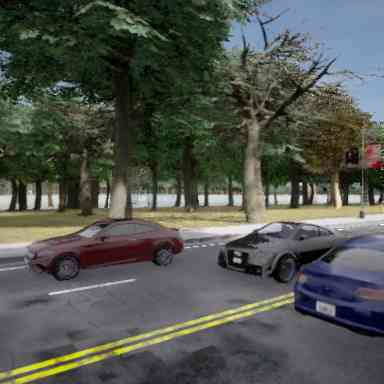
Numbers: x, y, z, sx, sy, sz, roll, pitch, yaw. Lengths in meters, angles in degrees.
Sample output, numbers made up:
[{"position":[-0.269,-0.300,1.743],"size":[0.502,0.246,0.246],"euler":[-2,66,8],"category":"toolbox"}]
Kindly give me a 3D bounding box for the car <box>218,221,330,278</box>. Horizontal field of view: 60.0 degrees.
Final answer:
[{"position":[2.778,1.562,9.668],"size":[4.181,1.385,1.994],"euler":[0,0,-36],"category":"car"}]

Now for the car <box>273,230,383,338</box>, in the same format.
[{"position":[3.813,1.524,6.167],"size":[4.674,1.442,1.812],"euler":[0,0,-36],"category":"car"}]

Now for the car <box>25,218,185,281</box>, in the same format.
[{"position":[-2.393,1.524,9.967],"size":[4.674,1.442,1.812],"euler":[0,0,-36],"category":"car"}]
